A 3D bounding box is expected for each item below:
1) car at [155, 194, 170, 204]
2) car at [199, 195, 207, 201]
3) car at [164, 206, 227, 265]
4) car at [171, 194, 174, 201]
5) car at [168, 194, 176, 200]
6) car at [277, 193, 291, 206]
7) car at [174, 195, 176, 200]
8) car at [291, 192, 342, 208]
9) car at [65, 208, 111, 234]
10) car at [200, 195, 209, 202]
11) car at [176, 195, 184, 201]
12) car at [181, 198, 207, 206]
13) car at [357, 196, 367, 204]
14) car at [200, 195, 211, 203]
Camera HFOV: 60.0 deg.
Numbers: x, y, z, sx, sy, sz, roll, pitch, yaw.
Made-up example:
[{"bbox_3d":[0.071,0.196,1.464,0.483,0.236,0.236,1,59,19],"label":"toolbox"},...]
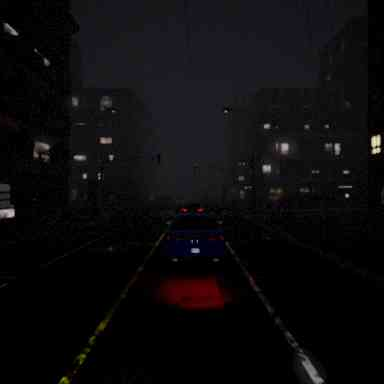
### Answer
[{"bbox_3d":[-5.688,1.524,60.848,1.947,1.339,4.313,0,0,0],"label":"car"},{"bbox_3d":[2.694,1.535,83.579,1.802,1.307,4.206,0,0,0],"label":"car"},{"bbox_3d":[0.098,1.466,11.710,1.882,1.535,5.008,0,0,0],"label":"car"},{"bbox_3d":[-5.688,1.270,72.213,2.192,1.841,5.009,0,0,0],"label":"car"},{"bbox_3d":[-5.686,1.394,94.943,1.967,1.590,4.097,0,0,0],"label":"car"},{"bbox_3d":[14.561,0.971,47.162,5.009,1.841,2.192,-1,1,0],"label":"car"},{"bbox_3d":[-5.686,1.394,83.578,1.967,1.590,4.097,0,0,0],"label":"car"},{"bbox_3d":[14.695,0.993,38.784,5.009,1.841,2.192,-1,1,0],"label":"car"},{"bbox_3d":[-5.741,1.564,18.824,1.802,1.307,4.206,0,0,0],"label":"car"},{"bbox_3d":[2.693,1.395,72.214,1.967,1.590,4.097,0,0,0],"label":"car"},{"bbox_3d":[-2.996,1.493,84.052,2.033,1.411,5.357,0,0,0],"label":"car"},{"bbox_3d":[0.098,1.501,26.953,1.812,1.442,4.674,0,0,2],"label":"car"},{"bbox_3d":[25.658,1.031,47.263,4.206,1.307,1.802,-1,1,0],"label":"car"},{"bbox_3d":[2.692,1.397,66.532,1.967,1.590,4.097,0,0,0],"label":"car"}]
